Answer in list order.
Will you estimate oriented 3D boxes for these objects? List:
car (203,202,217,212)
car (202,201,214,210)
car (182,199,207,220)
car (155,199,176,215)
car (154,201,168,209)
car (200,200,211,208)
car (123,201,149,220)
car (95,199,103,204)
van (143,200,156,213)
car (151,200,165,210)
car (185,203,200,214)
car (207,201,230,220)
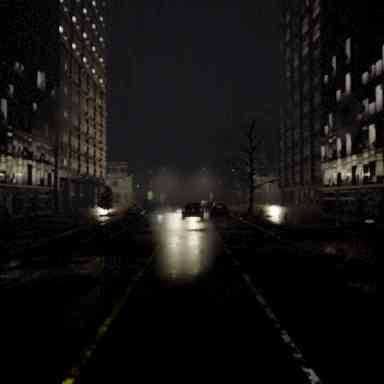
[{"bbox_3d":[2.681,2.180,50.311,2.008,1.369,4.403,0,-1,0],"label":"car"},{"bbox_3d":[2.679,2.245,56.003,1.887,1.381,4.507,0,-1,0],"label":"car"},{"bbox_3d":[0.080,1.766,32.890,2.097,1.767,4.553,0,-1,0],"label":"car"},{"bbox_3d":[-3.110,2.003,41.919,1.882,1.535,5.008,0,-1,0],"label":"car"},{"bbox_3d":[-5.703,2.321,61.709,2.008,1.369,4.403,0,-1,0],"label":"car"},{"bbox_3d":[2.676,2.391,67.386,2.008,1.369,4.403,0,-1,0],"label":"car"},{"bbox_3d":[-5.695,1.942,33.081,1.752,1.417,4.829,0,-1,0],"label":"car"},{"bbox_3d":[-25.474,2.538,88.170,4.829,1.417,1.752,0,-1,1],"label":"car"},{"bbox_3d":[-5.697,1.900,44.637,1.690,1.788,3.998,0,-1,0],"label":"van"},{"bbox_3d":[-5.700,2.140,56.019,1.967,1.590,4.097,0,-1,0],"label":"car"},{"bbox_3d":[0.067,2.144,43.330,1.895,1.301,4.718,0,-1,0],"label":"car"},{"bbox_3d":[2.686,1.859,33.238,1.967,1.590,4.097,0,-1,0],"label":"car"}]
